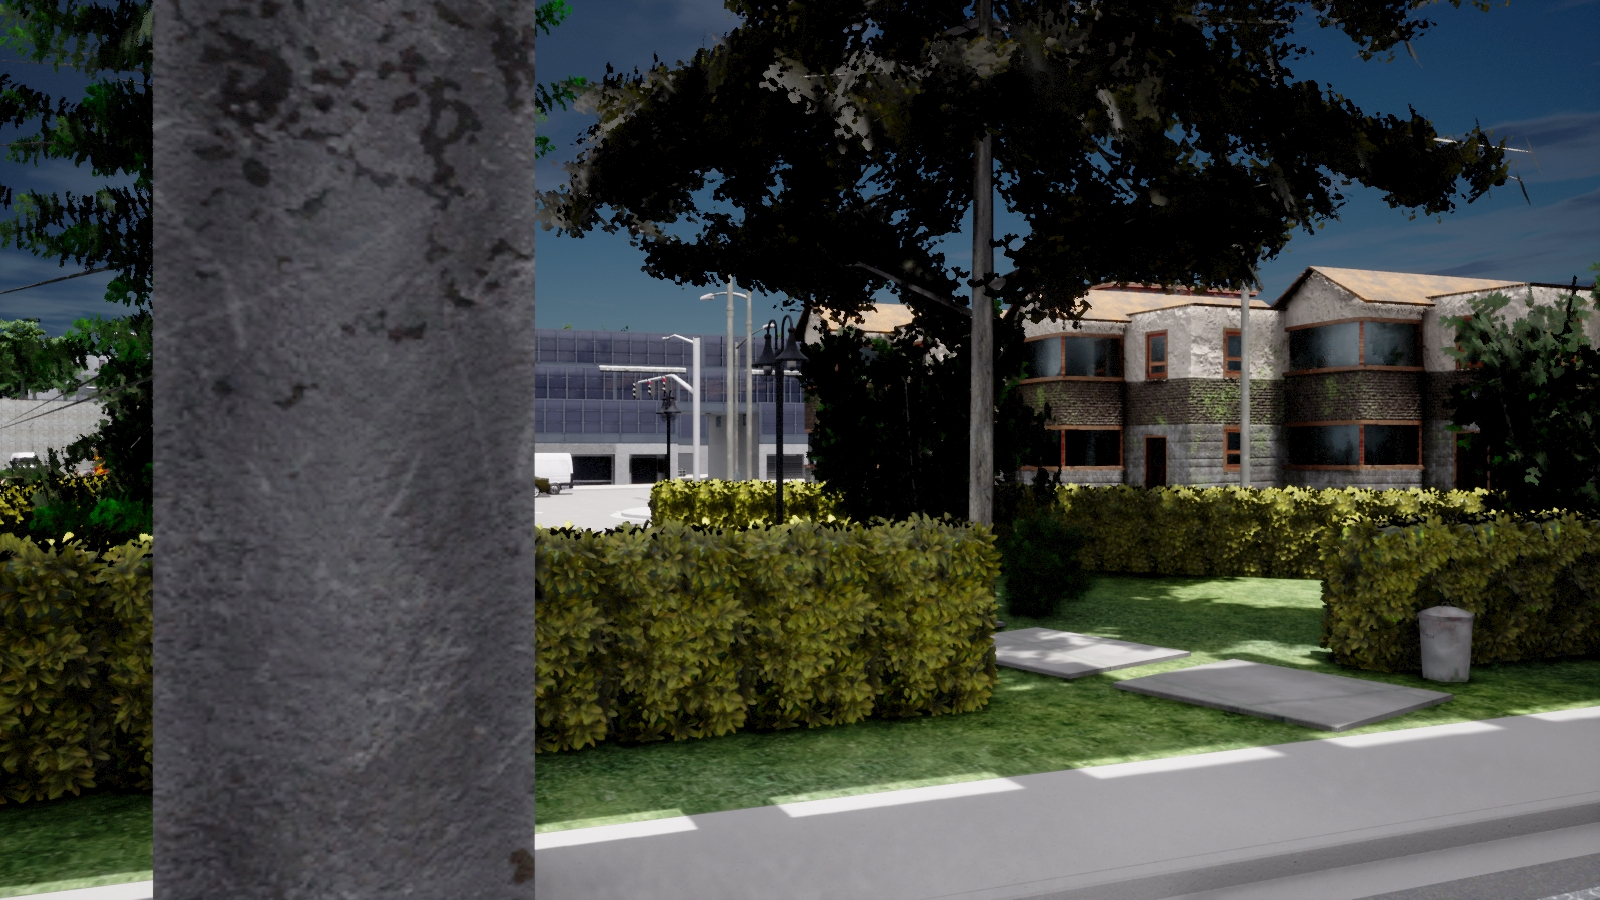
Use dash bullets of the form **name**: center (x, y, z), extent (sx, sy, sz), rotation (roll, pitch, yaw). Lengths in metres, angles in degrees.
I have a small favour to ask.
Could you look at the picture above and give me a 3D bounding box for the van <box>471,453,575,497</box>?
- **van**: center (-16.822, 1.478, 69.483), extent (5.915, 2.561, 1.988), rotation (0, 0, -21)
